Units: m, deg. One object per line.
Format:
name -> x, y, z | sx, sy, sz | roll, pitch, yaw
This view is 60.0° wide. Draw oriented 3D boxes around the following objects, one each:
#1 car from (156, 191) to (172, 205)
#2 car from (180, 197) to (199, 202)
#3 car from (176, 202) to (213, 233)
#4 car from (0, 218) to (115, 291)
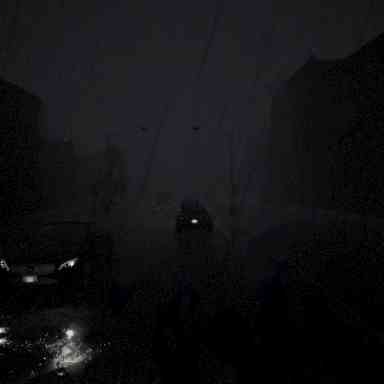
car -> -4.228, 0.951, 50.857 | 2.150, 2.045, 5.566 | 0, 1, -1
car -> -0.238, 1.292, 35.775 | 1.882, 1.535, 5.008 | 0, 0, -1
car -> 0.094, 1.465, 19.027 | 1.994, 1.385, 4.181 | 0, 0, -1
car -> -3.323, 1.475, 9.010 | 1.812, 1.442, 4.674 | 0, 0, -2
